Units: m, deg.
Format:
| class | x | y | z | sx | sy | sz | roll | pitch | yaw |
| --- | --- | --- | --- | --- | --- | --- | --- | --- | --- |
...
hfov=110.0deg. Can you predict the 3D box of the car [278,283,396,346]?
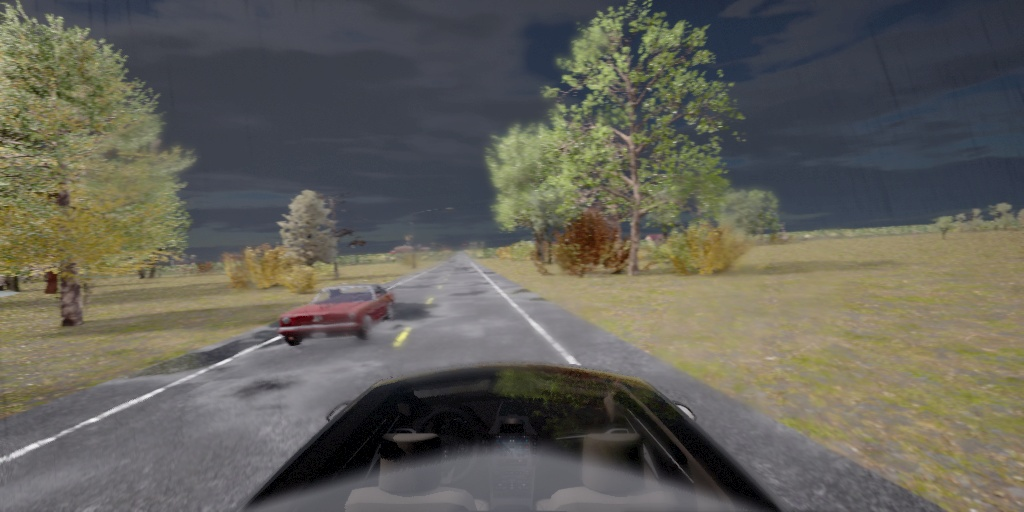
| class | x | y | z | sx | sy | sz | roll | pitch | yaw |
| --- | --- | --- | --- | --- | --- | --- | --- | --- | --- |
| car | -4.748 | 1.514 | 10.454 | 1.895 | 1.301 | 4.718 | -3 | 0 | -8 |
